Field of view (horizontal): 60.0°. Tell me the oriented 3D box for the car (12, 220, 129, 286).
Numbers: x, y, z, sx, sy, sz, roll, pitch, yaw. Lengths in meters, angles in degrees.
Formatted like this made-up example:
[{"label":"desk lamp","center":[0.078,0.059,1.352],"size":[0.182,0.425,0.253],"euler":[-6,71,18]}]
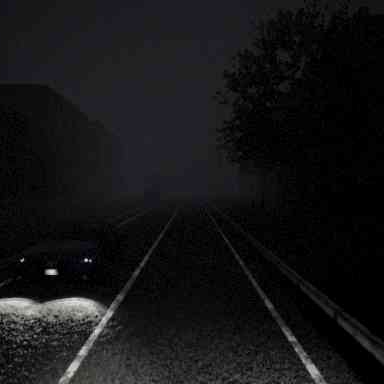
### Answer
[{"label":"car","center":[-2.994,1.495,9.061],"size":[1.994,1.385,4.181],"euler":[0,1,0]}]
